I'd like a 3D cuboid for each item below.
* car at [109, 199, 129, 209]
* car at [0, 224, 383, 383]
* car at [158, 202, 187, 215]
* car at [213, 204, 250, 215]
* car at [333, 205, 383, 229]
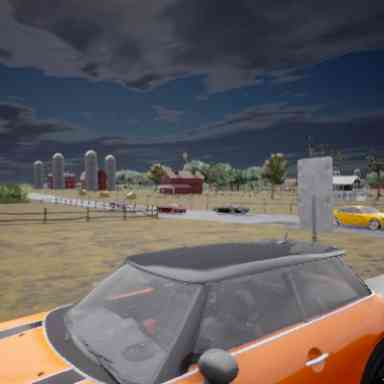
[{"bbox_3d":[-12.781,2.004,57.996,2.097,1.767,4.553,-2,1,-36],"label":"car"},{"bbox_3d":[-0.060,1.347,3.035,4.553,1.767,2.097,0,0,-36],"label":"car"},{"bbox_3d":[-2.628,2.131,43.680,1.882,1.535,5.008,-2,0,-36],"label":"car"},{"bbox_3d":[4.619,2.056,39.898,1.895,1.301,4.718,-2,0,-35],"label":"car"},{"bbox_3d":[11.581,1.668,22.798,1.882,1.535,5.008,-1,0,-27],"label":"car"}]
